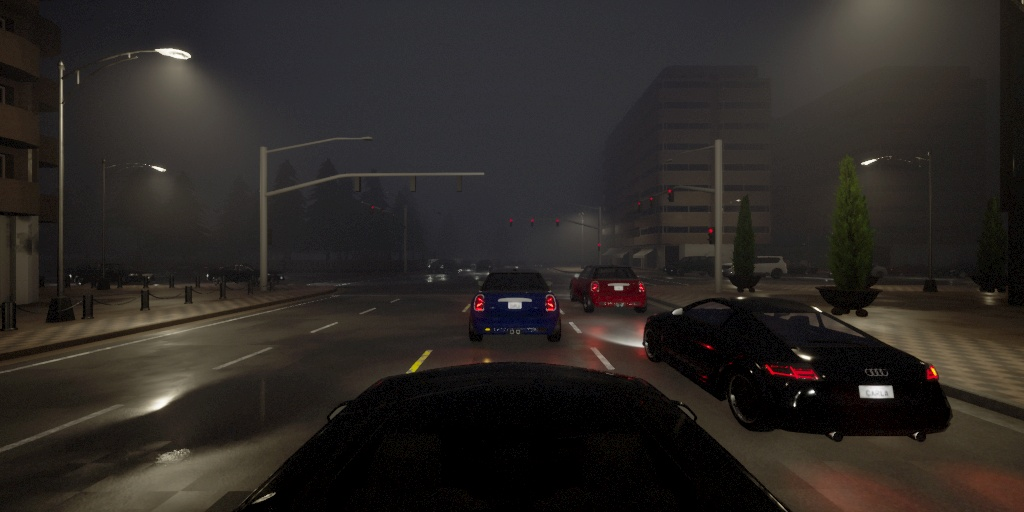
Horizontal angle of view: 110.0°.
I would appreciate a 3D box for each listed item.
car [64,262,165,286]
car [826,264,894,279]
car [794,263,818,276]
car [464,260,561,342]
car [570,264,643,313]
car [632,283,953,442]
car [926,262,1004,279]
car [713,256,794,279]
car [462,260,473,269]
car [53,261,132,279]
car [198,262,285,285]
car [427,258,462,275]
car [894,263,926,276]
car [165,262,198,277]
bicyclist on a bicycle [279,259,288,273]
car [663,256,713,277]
[{"bbox_3d":[-28.532,1.297,25.684,4.902,1.511,2.128,0,0,0],"label":"car"},{"bbox_3d":[31.802,1.331,33.118,4.674,1.442,1.812,0,0,0],"label":"car"},{"bbox_3d":[28.178,1.406,36.607,4.718,1.301,1.895,0,0,0],"label":"car"},{"bbox_3d":[0.082,1.102,9.970,2.097,1.767,4.553,0,0,0],"label":"car"},{"bbox_3d":[3.604,1.102,14.198,2.097,1.767,4.553,0,0,0],"label":"car"},{"bbox_3d":[3.606,1.314,5.557,1.994,1.385,4.181,0,0,0],"label":"car"},{"bbox_3d":[42.126,1.283,33.143,5.008,1.535,1.882,0,0,0],"label":"car"},{"bbox_3d":[22.165,1.027,33.085,5.566,2.045,2.150,0,0,0],"label":"car"},{"bbox_3d":[-6.679,1.298,53.485,2.033,1.411,5.357,0,0,4],"label":"car"},{"bbox_3d":[-38.348,1.283,32.845,5.008,1.535,1.882,0,0,0],"label":"car"},{"bbox_3d":[-18.998,1.297,25.721,4.902,1.511,2.128,0,0,0],"label":"car"},{"bbox_3d":[-7.878,1.123,41.063,2.097,1.767,4.553,0,1,15],"label":"car"},{"bbox_3d":[40.176,1.406,36.643,4.718,1.301,1.895,0,0,0],"label":"car"},{"bbox_3d":[-32.693,1.310,36.369,4.892,1.490,1.837,0,0,0],"label":"car"},{"bbox_3d":[-25.615,1.106,40.178,0.582,1.620,1.656,0,0,0],"label":"bicyclist on a bicycle"},{"bbox_3d":[18.418,1.027,36.569,5.566,2.045,2.150,0,0,0],"label":"car"}]
